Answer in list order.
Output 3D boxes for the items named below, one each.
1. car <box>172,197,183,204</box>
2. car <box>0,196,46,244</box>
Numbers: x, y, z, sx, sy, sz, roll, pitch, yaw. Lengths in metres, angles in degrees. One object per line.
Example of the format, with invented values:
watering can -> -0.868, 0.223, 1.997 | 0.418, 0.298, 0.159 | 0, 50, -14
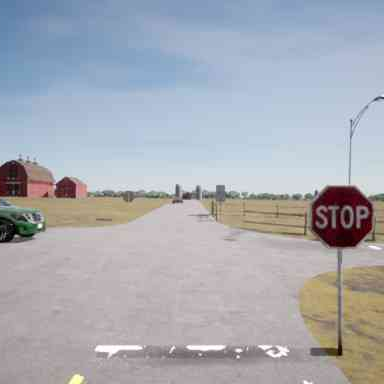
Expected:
car -> -2.780, 1.584, 65.488 | 1.994, 1.385, 4.181 | 0, 0, 0
car -> -8.951, 0.901, 13.552 | 5.566, 2.045, 2.150 | 3, -1, 0
